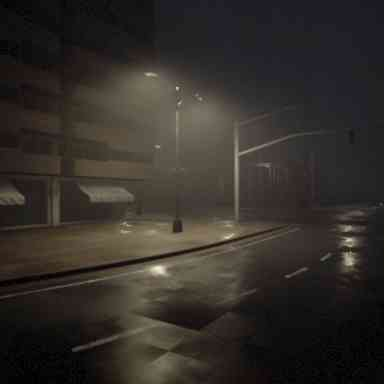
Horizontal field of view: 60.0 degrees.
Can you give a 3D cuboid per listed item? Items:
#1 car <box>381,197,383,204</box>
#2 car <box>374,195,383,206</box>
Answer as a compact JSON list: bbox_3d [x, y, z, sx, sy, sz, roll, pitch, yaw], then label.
[{"bbox_3d":[44.072,1.887,75.450,1.882,1.535,5.008,0,0,33],"label":"car"},{"bbox_3d":[35.233,1.580,61.860,2.150,2.045,5.566,0,0,33],"label":"car"}]
